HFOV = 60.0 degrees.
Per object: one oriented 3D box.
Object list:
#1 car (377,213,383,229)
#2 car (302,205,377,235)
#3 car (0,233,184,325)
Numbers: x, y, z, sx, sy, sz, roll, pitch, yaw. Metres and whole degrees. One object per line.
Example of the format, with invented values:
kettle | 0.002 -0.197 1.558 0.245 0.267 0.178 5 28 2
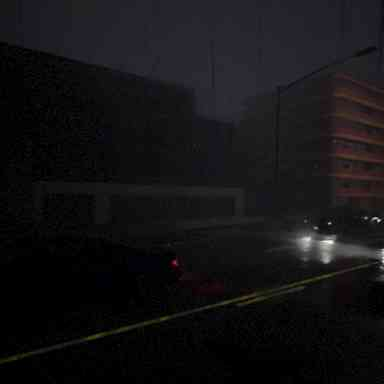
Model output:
car | 11.259 1.517 16.201 4.718 1.301 1.895 0 0 -35
car | 8.488 1.461 18.536 5.357 1.411 2.033 0 0 -35
car | -2.755 1.542 6.325 5.357 1.411 2.033 0 0 -35
